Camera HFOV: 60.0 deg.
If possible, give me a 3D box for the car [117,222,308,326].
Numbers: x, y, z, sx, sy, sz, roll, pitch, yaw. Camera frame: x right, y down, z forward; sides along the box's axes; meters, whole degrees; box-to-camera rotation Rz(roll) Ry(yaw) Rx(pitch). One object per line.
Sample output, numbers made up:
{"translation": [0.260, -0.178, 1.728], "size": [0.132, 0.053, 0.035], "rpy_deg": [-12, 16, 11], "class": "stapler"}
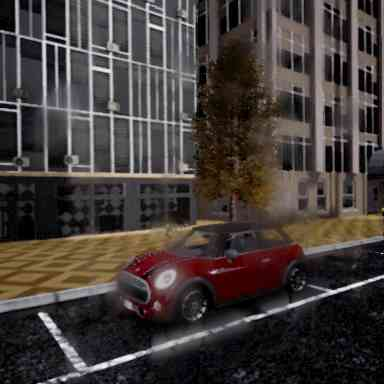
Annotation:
{"translation": [0.516, 1.415, 6.938], "size": [4.097, 1.590, 1.967], "rpy_deg": [0, 0, -35], "class": "car"}
